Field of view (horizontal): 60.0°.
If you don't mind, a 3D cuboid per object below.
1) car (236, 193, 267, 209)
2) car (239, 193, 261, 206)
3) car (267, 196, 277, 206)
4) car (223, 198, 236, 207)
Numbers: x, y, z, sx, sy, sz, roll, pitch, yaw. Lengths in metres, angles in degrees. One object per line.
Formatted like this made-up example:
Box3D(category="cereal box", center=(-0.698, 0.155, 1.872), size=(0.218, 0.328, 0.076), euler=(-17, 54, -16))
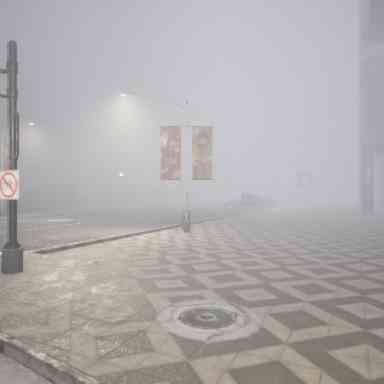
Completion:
Box3D(category="car", center=(8.270, 1.188, 45.801), size=(2.150, 2.045, 5.566), euler=(0, 0, 27))
Box3D(category="car", center=(9.888, 1.182, 56.582), size=(2.150, 2.045, 5.566), euler=(0, 0, 26))
Box3D(category="car", center=(12.794, 1.448, 55.126), size=(2.128, 1.511, 4.902), euler=(0, 0, 26))
Box3D(category="car", center=(6.221, 1.570, 49.020), size=(1.895, 1.301, 4.718), euler=(0, 0, 27))
